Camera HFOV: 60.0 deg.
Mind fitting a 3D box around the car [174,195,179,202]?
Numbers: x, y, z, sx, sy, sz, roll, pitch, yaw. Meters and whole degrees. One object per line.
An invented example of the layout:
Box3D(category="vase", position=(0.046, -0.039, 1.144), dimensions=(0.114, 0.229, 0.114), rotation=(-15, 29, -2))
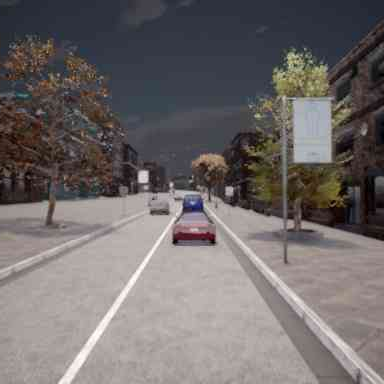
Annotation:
Box3D(category="car", position=(-3.168, 1.399, 75.095), dimensions=(2.033, 1.411, 5.357), rotation=(0, 1, 0))

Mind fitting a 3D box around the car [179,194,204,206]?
Box3D(category="car", position=(0.092, 1.246, 34.523), dimensions=(2.150, 2.045, 5.566), rotation=(0, 0, 0))

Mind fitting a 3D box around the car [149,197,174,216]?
Box3D(category="car", position=(-3.104, 1.528, 33.130), dimensions=(1.837, 1.490, 4.892), rotation=(0, 0, 0))

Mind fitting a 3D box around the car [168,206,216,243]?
Box3D(category="car", position=(0.097, 1.575, 16.100), dimensions=(1.994, 1.385, 4.181), rotation=(0, 0, 0))
